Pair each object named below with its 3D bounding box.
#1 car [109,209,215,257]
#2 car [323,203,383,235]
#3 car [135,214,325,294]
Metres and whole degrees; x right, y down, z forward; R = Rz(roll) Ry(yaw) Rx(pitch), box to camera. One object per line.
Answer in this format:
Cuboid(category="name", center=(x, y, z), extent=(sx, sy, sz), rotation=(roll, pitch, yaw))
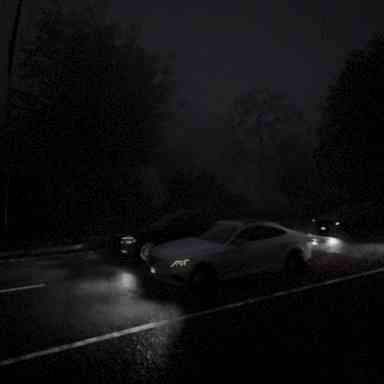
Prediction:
Cuboid(category="car", center=(-0.423, 1.390, 11.833), extent=(5.008, 1.535, 1.882), rotation=(-1, 1, -31))
Cuboid(category="car", center=(8.600, 1.266, 16.971), extent=(5.357, 1.411, 2.033), rotation=(-2, 1, -27))
Cuboid(category="car", center=(1.117, 1.458, 8.672), extent=(4.674, 1.442, 1.812), rotation=(-1, 1, -32))
